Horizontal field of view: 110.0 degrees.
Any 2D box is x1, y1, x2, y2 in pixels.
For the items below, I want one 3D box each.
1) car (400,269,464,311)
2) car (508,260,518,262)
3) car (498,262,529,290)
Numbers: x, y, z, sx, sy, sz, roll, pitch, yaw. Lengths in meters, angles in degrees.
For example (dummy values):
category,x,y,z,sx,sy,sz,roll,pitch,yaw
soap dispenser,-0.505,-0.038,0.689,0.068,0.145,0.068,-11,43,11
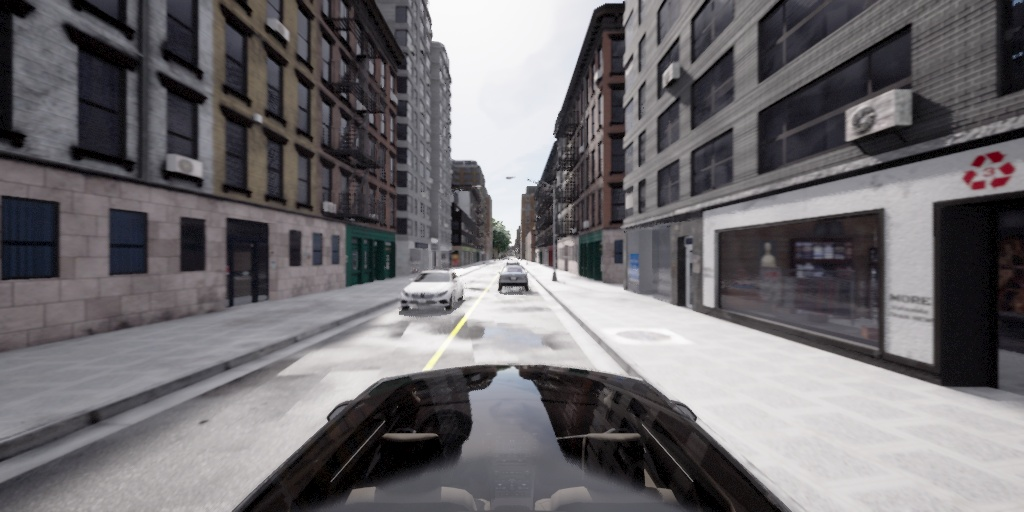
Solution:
category,x,y,z,sx,sy,sz,roll,pitch,yaw
car,-3.090,1.281,14.681,1.812,1.442,4.674,0,0,0
car,0.086,1.262,48.276,2.128,1.511,4.902,0,0,0
car,0.086,1.307,22.619,2.033,1.411,5.357,0,0,0
